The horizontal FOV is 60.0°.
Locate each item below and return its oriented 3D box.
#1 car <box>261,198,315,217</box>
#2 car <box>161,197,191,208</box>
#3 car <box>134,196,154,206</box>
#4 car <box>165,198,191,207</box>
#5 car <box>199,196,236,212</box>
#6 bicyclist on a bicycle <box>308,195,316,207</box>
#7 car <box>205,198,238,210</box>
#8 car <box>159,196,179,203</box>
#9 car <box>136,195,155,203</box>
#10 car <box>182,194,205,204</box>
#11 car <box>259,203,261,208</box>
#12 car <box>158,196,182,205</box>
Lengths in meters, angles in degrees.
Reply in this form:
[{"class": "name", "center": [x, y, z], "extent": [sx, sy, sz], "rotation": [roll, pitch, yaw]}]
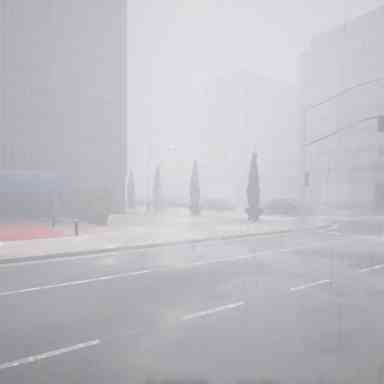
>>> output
[{"class": "car", "center": [9.029, 1.351, 30.853], "extent": [2.097, 1.767, 4.553], "rotation": [0, 0, -35]}, {"class": "car", "center": [-2.604, 1.548, 47.560], "extent": [2.033, 1.411, 5.357], "rotation": [0, 0, -35]}, {"class": "car", "center": [-8.199, 1.526, 55.646], "extent": [1.812, 1.442, 4.674], "rotation": [0, 0, -34]}, {"class": "car", "center": [-2.271, 1.601, 53.218], "extent": [1.895, 1.301, 4.718], "rotation": [0, 0, -35]}, {"class": "car", "center": [3.167, 1.492, 39.269], "extent": [2.128, 1.511, 4.902], "rotation": [0, 0, -35]}, {"class": "bicyclist on a bicycle", "center": [16.852, 1.301, 46.709], "extent": [1.656, 1.620, 0.582], "rotation": [0, 0, -35]}, {"class": "car", "center": [3.866, 1.526, 44.394], "extent": [1.812, 1.442, 4.674], "rotation": [0, 0, -35]}, {"class": "car", "center": [-4.875, 1.601, 69.501], "extent": [1.895, 1.301, 4.718], "rotation": [0, 0, -35]}, {"class": "car", "center": [-9.891, 1.520, 70.420], "extent": [2.128, 1.511, 4.902], "rotation": [0, 0, -35]}, {"class": "car", "center": [0.256, 1.352, 62.167], "extent": [2.097, 1.767, 4.553], "rotation": [0, 0, -35]}, {"class": "car", "center": [9.285, 1.565, 36.614], "extent": [1.994, 1.385, 4.181], "rotation": [0, 0, -35]}, {"class": "car", "center": [-4.170, 1.547, 62.396], "extent": [2.033, 1.411, 5.357], "rotation": [0, 0, -35]}]
